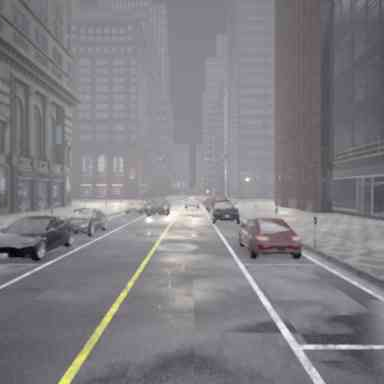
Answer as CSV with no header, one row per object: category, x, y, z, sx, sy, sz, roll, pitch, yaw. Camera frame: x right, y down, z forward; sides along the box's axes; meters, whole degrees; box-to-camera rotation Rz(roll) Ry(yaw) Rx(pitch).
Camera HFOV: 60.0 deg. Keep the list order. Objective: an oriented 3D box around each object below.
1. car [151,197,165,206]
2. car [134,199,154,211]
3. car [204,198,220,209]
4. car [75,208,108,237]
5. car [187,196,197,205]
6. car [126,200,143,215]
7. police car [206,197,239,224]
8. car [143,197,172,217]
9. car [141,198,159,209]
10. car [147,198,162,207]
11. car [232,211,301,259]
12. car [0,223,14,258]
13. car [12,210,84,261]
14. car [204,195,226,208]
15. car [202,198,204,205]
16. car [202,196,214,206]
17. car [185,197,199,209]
car,-5.768,1.573,57.410,2.008,1.369,4.403,0,0,0
car,-5.767,1.590,40.500,1.802,1.307,4.206,0,0,0
car,2.757,1.578,46.139,1.947,1.339,4.313,0,0,0
car,-5.766,1.550,17.953,2.008,1.369,4.403,0,0,0
car,-0.002,1.550,59.849,1.812,1.442,4.674,0,0,0
car,-5.767,1.529,34.693,1.752,1.417,4.829,0,0,0
police car,2.365,1.425,24.958,1.930,1.638,5.238,0,0,0
car,-3.097,1.354,31.644,2.097,1.767,4.553,0,0,0
car,-5.767,1.578,46.137,1.947,1.339,4.313,0,0,0
car,-5.768,1.583,51.773,1.947,1.339,4.313,0,0,0
car,2.759,1.580,12.323,1.802,1.307,4.206,0,0,0
car,-5.765,1.565,6.680,1.947,1.339,4.313,0,0,0
car,-5.766,1.564,12.317,1.947,1.339,4.313,0,0,0
car,2.757,1.319,34.867,2.192,1.841,5.009,0,0,0
car,2.757,1.323,40.503,2.192,1.841,5.009,0,0,0
car,2.756,1.462,57.412,1.967,1.590,4.097,0,0,0
car,0.022,1.538,46.399,1.812,1.442,4.674,0,0,1
